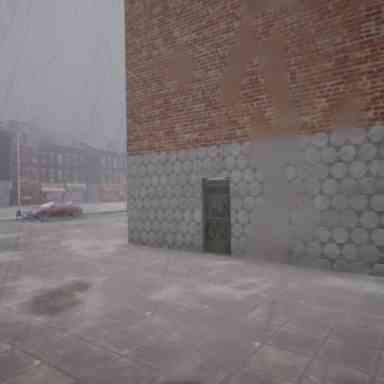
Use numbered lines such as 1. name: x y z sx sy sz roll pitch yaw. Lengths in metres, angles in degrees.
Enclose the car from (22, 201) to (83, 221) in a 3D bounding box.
1. car: -10.768 1.425 26.046 1.812 1.442 4.674 -2 0 35
